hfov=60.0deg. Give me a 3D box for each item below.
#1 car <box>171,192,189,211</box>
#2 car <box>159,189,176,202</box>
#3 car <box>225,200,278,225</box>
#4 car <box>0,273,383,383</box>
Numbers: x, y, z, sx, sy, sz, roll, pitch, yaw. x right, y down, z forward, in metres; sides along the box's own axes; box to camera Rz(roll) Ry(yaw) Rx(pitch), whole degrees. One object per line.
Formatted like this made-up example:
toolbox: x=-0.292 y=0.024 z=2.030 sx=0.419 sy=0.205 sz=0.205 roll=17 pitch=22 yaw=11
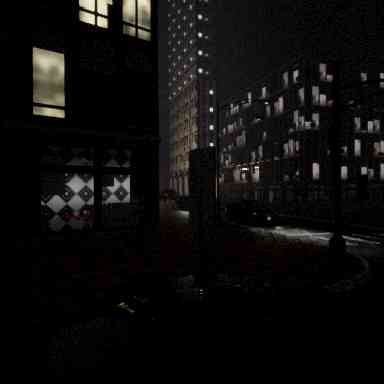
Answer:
car: x=-0.338 y=1.124 z=34.586 sx=1.837 sy=1.490 sz=4.892 roll=-1 pitch=1 yaw=-19
car: x=-4.030 y=0.537 z=54.624 sx=2.150 sy=2.045 sz=5.566 roll=-1 pitch=1 yaw=-18
car: x=3.842 y=1.291 z=22.277 sx=2.128 sy=1.511 sz=4.902 roll=-1 pitch=1 yaw=-19
car: x=-0.130 y=1.525 z=2.731 sx=4.674 sy=1.442 sz=1.812 roll=0 pitch=0 yaw=-34
